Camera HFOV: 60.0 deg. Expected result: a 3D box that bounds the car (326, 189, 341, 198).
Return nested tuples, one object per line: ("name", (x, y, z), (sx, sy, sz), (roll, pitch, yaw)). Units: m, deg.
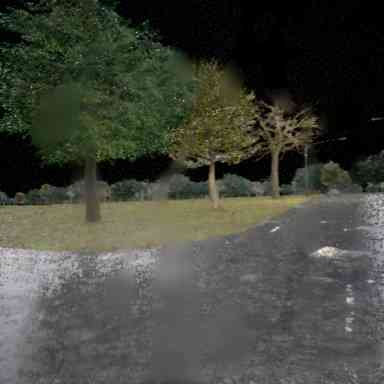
("car", (23.819, 0.218, 55.920), (1.994, 1.385, 4.181), (-2, 0, 28))
